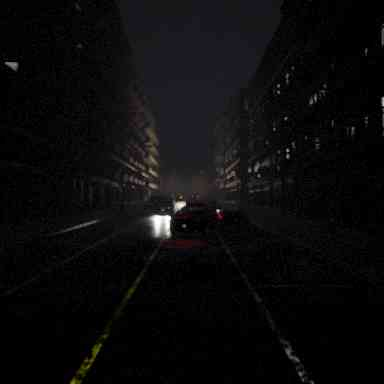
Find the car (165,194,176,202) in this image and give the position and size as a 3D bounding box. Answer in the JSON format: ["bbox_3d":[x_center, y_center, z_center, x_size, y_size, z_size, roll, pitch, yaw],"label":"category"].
[{"bbox_3d":[-5.278,1.489,82.531,2.192,1.841,5.009,1,0,0],"label":"car"}]

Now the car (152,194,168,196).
[{"bbox_3d":[-5.282,1.378,49.350,2.192,1.841,5.009,2,0,0],"label":"car"}]

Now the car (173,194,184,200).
[{"bbox_3d":[-2.738,1.439,75.382,2.033,1.411,5.357,0,0,0],"label":"car"}]

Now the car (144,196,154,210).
[{"bbox_3d":[-5.288,1.576,43.648,1.752,1.417,4.829,2,0,0],"label":"car"}]

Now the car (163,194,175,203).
[{"bbox_3d":[-5.279,1.467,77.001,2.192,1.841,5.009,1,0,0],"label":"car"}]

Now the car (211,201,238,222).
[{"bbox_3d":[2.589,1.544,27.333,1.752,1.417,4.829,1,0,0],"label":"car"}]

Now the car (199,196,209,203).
[{"bbox_3d":[2.595,1.675,71.407,1.887,1.381,4.507,1,0,0],"label":"car"}]

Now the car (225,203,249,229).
[{"bbox_3d":[2.588,1.556,21.631,1.887,1.381,4.507,1,0,0],"label":"car"}]

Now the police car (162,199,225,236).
[{"bbox_3d":[0.279,1.434,18.680,1.930,1.638,5.238,0,0,15],"label":"police car"}]

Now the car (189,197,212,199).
[{"bbox_3d":[0.829,1.498,28.299,1.882,1.535,5.008,0,0,0],"label":"car"}]

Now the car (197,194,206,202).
[{"bbox_3d":[2.569,1.512,88.001,2.192,1.841,5.009,1,0,0],"label":"car"}]

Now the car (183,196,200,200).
[{"bbox_3d":[0.009,1.675,54.043,1.895,1.301,4.718,0,0,0],"label":"car"}]

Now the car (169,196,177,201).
[{"bbox_3d":[-5.283,1.789,93.592,1.947,1.339,4.313,1,0,0],"label":"car"}]

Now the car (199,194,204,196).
[{"bbox_3d":[2.595,1.655,65.877,1.887,1.381,4.507,1,0,0],"label":"car"}]

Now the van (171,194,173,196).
[{"bbox_3d":[-5.281,1.452,65.940,1.690,1.788,3.998,1,0,0],"label":"van"}]

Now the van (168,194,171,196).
[{"bbox_3d":[-5.281,1.434,60.408,1.690,1.788,3.998,2,0,0],"label":"van"}]

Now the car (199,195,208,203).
[{"bbox_3d":[2.606,1.591,76.939,1.967,1.590,4.097,1,0,0],"label":"car"}]

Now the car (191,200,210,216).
[{"bbox_3d":[0.831,1.556,34.302,1.812,1.442,4.674,0,0,0],"label":"car"}]

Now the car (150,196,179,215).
[{"bbox_3d":[-2.841,1.523,34.955,2.128,1.511,4.902,0,0,0],"label":"car"}]

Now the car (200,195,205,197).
[{"bbox_3d":[2.592,1.613,49.285,2.008,1.369,4.403,1,0,0],"label":"car"}]
